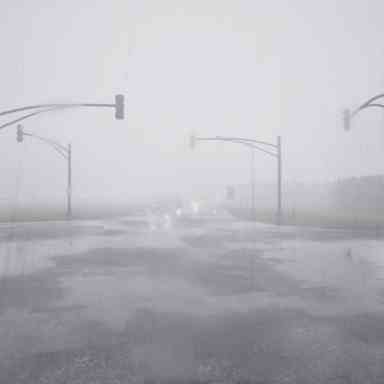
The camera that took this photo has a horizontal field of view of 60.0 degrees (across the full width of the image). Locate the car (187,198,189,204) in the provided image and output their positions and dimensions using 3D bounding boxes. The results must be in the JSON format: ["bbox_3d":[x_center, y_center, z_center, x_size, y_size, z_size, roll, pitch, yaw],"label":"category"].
[{"bbox_3d":[-1.634,1.511,59.141,1.812,1.442,4.674,0,0,4],"label":"car"}]

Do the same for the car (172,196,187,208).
[{"bbox_3d":[-2.318,1.487,47.571,2.128,1.511,4.902,0,0,3],"label":"car"}]

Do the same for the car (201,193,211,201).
[{"bbox_3d":[3.427,1.190,79.156,2.150,2.045,5.566,0,0,5],"label":"car"}]

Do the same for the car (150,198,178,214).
[{"bbox_3d":[-3.071,1.600,35.337,1.895,1.301,4.718,0,0,6],"label":"car"}]
